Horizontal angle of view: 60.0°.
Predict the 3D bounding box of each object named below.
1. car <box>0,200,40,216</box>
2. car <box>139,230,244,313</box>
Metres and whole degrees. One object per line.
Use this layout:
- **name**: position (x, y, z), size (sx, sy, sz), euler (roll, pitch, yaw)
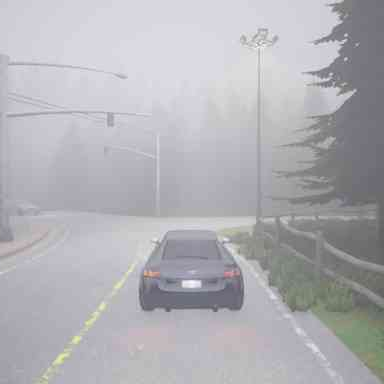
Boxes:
- **car**: position (-17.061, 1.524, 32.812), size (4.674, 1.442, 1.812), euler (0, 0, 30)
- **car**: position (-0.029, 1.564, 7.775), size (1.994, 1.385, 4.181), euler (0, 0, -1)
